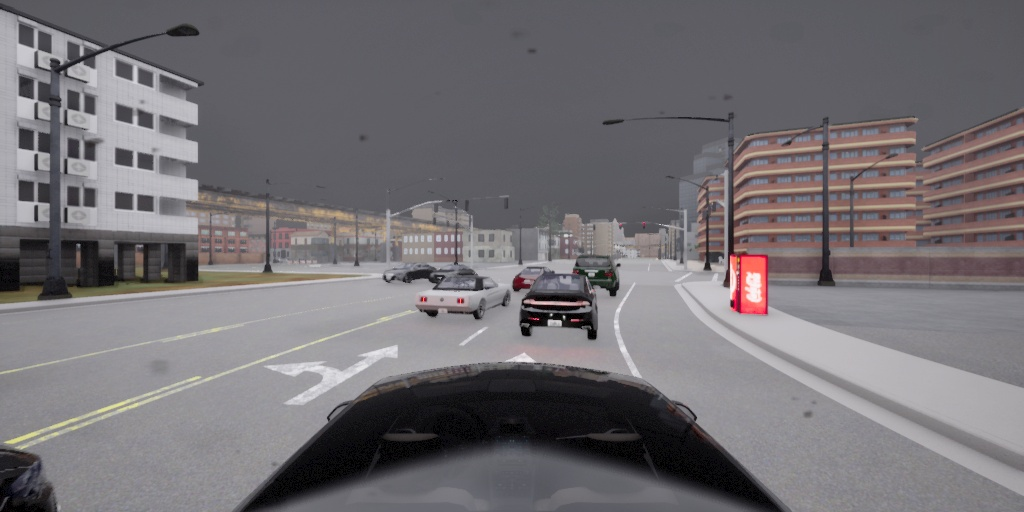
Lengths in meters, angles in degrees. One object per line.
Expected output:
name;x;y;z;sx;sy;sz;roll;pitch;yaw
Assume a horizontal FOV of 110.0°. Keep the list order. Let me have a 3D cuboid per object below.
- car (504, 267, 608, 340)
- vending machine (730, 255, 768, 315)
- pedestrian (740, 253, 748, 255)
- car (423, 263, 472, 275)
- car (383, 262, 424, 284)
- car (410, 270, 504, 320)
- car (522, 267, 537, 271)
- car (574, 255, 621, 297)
car;1.450;1.240;10.119;2.128;1.511;4.902;0;0;13
vending machine;7.829;0.943;11.862;1.100;2.100;0.880;0;0;20
pedestrian;8.062;0.793;12.481;0.375;1.860;0.375;0;0;21
car;-4.211;1.311;26.098;1.994;1.385;4.181;0;0;21
car;-7.605;1.237;27.040;2.128;1.511;4.902;0;0;22
car;-1.448;1.348;12.823;1.895;1.301;4.718;0;0;16
car;1.508;1.310;21.070;1.994;1.385;4.181;0;0;20
car;4.584;0.968;19.357;2.150;2.045;5.566;0;0;19
